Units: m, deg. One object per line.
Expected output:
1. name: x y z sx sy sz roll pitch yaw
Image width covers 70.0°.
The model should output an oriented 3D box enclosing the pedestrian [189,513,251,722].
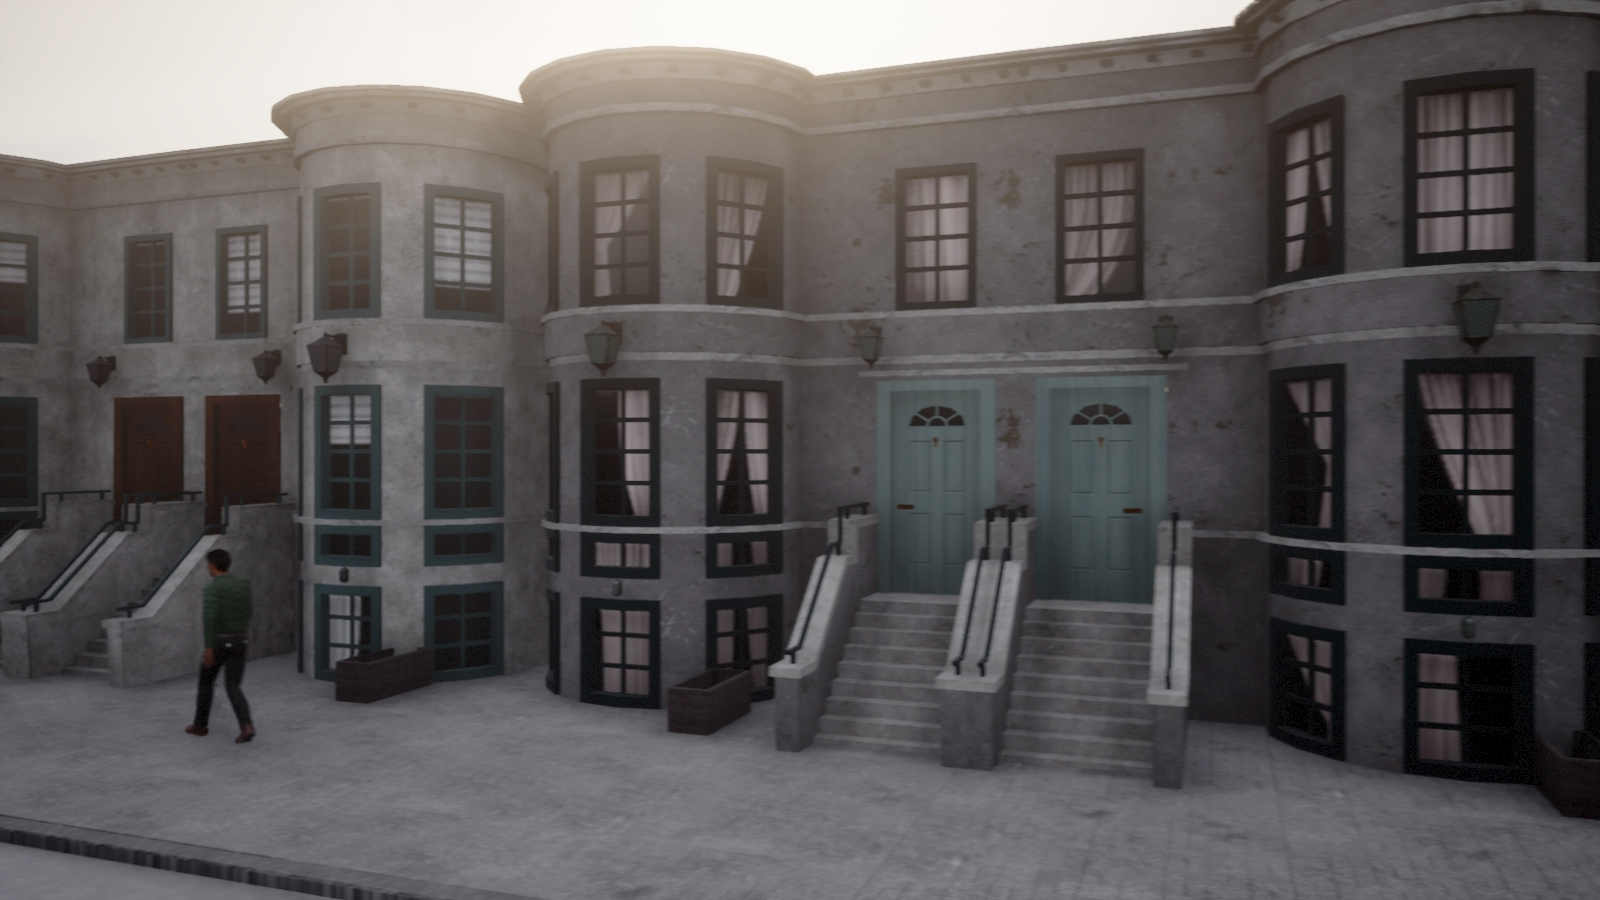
1. pedestrian: -5.362 1.526 10.568 0.375 1.860 0.375 0 0 32
